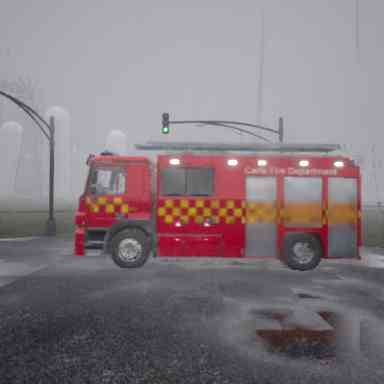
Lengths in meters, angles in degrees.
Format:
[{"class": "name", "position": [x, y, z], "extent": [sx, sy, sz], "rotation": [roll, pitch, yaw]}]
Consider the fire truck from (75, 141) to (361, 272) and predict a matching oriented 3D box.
[{"class": "fire truck", "position": [0.793, 0.405, 10.995], "extent": [8.468, 3.827, 2.891], "rotation": [1, -1, 0]}]
